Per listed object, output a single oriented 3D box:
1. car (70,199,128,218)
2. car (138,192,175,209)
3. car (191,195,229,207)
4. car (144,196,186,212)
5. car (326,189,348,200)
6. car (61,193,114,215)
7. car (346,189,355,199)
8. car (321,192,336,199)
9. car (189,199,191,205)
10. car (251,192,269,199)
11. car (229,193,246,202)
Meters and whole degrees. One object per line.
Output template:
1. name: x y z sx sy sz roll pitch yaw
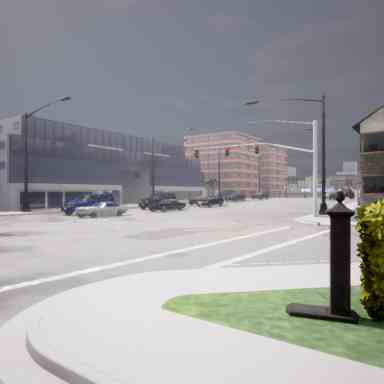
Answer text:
1. car: -8.043 1.555 29.683 1.895 1.301 4.718 0 0 35
2. car: -4.136 1.072 41.355 2.150 2.045 5.566 0 1 36
3. car: 2.487 1.217 44.702 2.128 1.511 4.902 0 1 35
4. car: -2.784 1.493 37.186 1.895 1.301 4.718 0 1 35
5. car: 25.896 0.685 59.454 1.837 1.490 4.892 0 0 35
6. car: -10.078 1.171 32.882 2.150 2.045 5.566 0 0 35
7. car: 31.589 0.426 67.746 2.150 2.045 5.566 0 -1 35
8. car: 28.679 0.724 69.690 1.812 1.442 4.674 0 -1 35
9. car: 1.468 1.247 49.346 1.895 1.301 4.718 0 2 35
10. car: 13.764 0.733 66.735 2.033 1.411 5.357 0 0 36
11. car: 7.591 0.901 58.053 2.033 1.411 5.357 0 1 35
